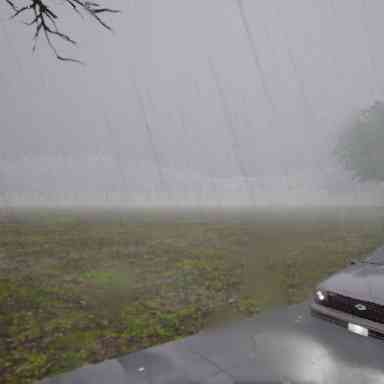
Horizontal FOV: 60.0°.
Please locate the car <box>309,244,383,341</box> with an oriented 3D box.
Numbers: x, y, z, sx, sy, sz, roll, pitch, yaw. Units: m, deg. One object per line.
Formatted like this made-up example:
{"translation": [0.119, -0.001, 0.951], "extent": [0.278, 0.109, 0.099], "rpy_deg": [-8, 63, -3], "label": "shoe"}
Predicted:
{"translation": [4.539, 1.582, 6.280], "extent": [5.357, 1.411, 2.033], "rpy_deg": [0, 0, -35], "label": "car"}
